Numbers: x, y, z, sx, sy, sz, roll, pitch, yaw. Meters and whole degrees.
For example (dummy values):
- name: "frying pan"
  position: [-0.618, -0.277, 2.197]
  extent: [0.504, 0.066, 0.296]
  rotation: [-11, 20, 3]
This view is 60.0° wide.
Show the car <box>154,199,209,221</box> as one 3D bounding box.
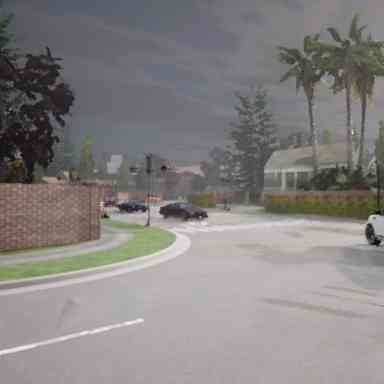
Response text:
- name: "car"
  position: [-0.833, 1.591, 28.065]
  extent: [2.033, 1.411, 5.357]
  rotation: [1, 0, -35]

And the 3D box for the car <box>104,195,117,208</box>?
- name: "car"
  position: [-11.858, 1.548, 48.862]
  extent: [1.994, 1.385, 4.181]
  rotation: [0, 0, -14]

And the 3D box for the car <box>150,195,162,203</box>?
- name: "car"
  position: [-7.954, 1.420, 71.018]
  extent: [2.097, 1.767, 4.553]
  rotation: [0, 0, 20]

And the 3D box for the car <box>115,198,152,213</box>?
- name: "car"
  position: [-6.523, 1.607, 36.672]
  extent: [1.895, 1.301, 4.718]
  rotation: [1, 0, -30]

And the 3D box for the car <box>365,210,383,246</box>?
- name: "car"
  position: [8.628, 1.328, 12.771]
  extent: [2.150, 2.045, 5.566]
  rotation: [1, 0, 9]

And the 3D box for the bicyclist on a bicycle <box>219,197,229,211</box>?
- name: "bicyclist on a bicycle"
  position: [3.843, 1.431, 39.645]
  extent: [1.656, 1.620, 0.582]
  rotation: [1, 0, -35]
